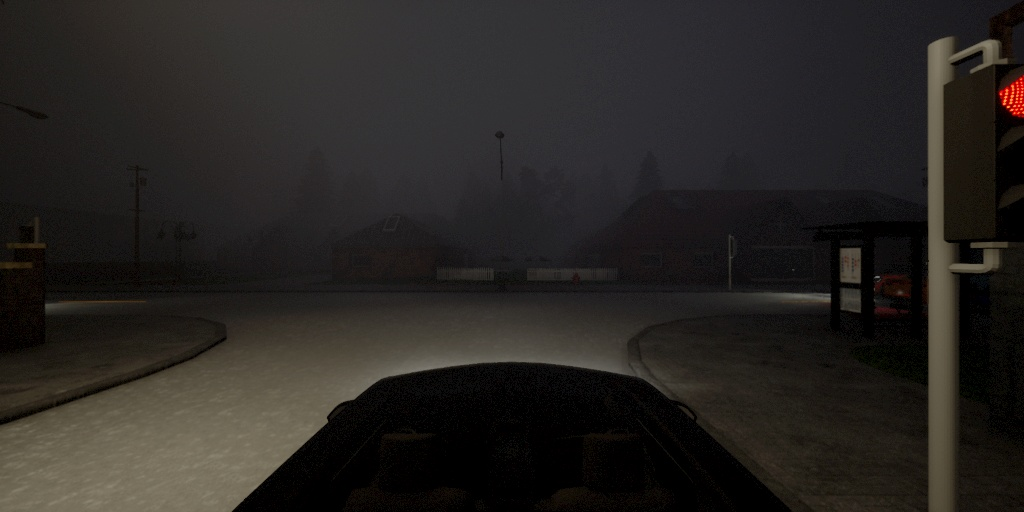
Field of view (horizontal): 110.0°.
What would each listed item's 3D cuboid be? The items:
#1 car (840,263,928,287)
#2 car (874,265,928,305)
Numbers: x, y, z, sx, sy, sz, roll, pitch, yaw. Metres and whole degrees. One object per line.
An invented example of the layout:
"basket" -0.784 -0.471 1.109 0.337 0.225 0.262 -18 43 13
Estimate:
"car" 19.211 1.119 17.856 4.553 1.767 2.097 0 0 0
"car" 17.261 1.240 13.656 5.008 1.535 1.882 0 0 0
